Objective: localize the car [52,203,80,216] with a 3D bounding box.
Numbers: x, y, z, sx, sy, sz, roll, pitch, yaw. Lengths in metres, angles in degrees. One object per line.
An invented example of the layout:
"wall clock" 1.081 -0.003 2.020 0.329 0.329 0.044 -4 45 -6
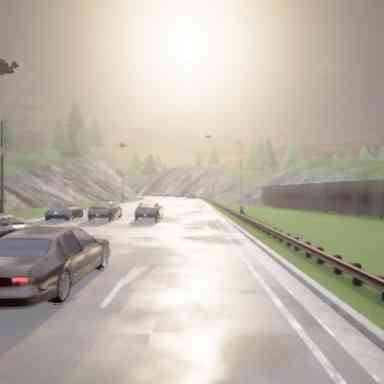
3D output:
"car" -10.417 1.571 27.463 1.994 1.385 4.181 0 0 0

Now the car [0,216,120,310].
"car" -3.457 1.550 8.090 2.033 1.411 5.357 0 0 1

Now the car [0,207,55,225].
"car" -6.930 1.494 11.546 2.128 1.511 4.902 0 0 0

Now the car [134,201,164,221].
"car" -3.422 1.499 26.837 2.128 1.511 4.902 0 0 0

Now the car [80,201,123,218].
"car" -6.922 1.499 26.838 2.128 1.511 4.902 0 0 0
